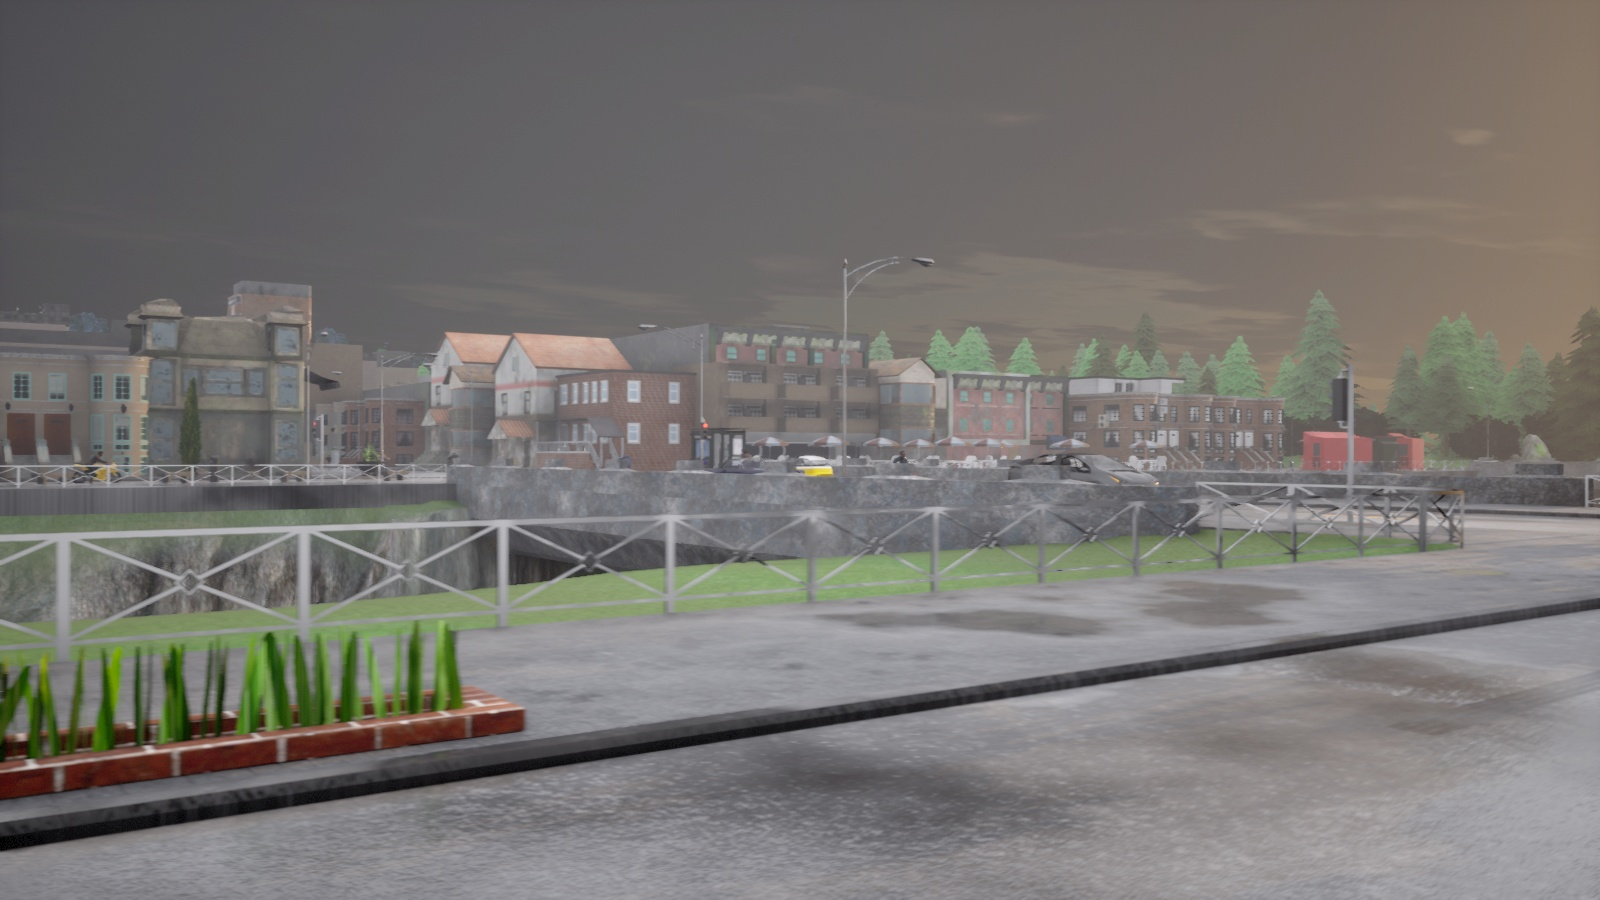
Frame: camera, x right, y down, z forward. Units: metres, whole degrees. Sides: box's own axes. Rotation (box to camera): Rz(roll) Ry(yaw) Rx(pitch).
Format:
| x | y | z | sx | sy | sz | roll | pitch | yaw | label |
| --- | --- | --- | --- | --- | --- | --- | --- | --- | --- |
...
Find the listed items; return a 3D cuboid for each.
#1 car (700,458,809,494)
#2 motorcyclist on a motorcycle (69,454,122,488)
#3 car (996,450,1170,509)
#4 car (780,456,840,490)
| x | y | z | sx | sy | sz | roll | pitch | yaw | label |
| --- | --- | --- | --- | --- | --- | --- | --- | --- | --- |
| -1.800 | 0.967 | 47.985 | 1.895 | 1.301 | 4.718 | 0 | 0 | -35 | car |
| -32.067 | 0.935 | 57.149 | 2.044 | 1.523 | 0.797 | 0 | 0 | -35 | motorcyclist on a motorcycle |
| 7.670 | 0.760 | 34.460 | 2.007 | 1.525 | 4.514 | 0 | 0 | -34 | car |
| 0.407 | 0.926 | 51.816 | 1.481 | 1.376 | 2.207 | 0 | 0 | -35 | car |
